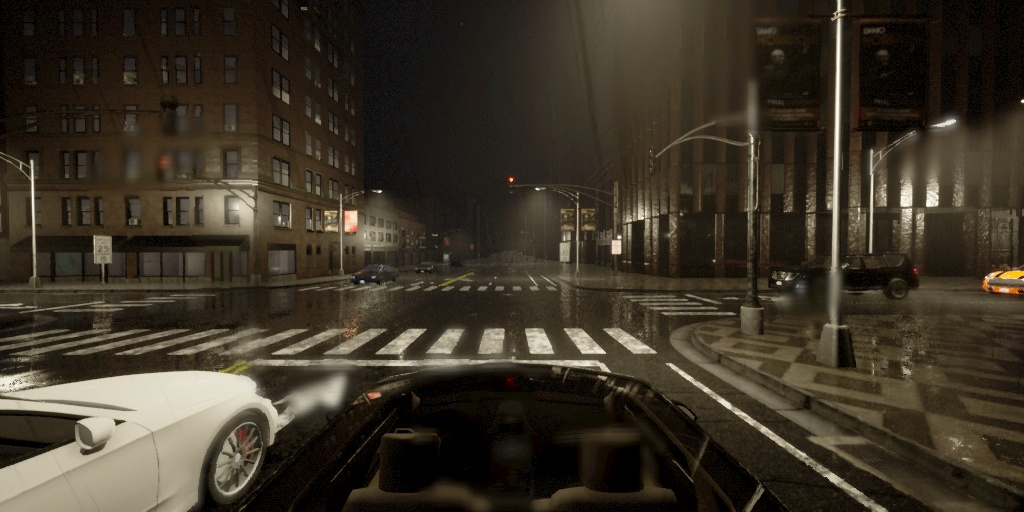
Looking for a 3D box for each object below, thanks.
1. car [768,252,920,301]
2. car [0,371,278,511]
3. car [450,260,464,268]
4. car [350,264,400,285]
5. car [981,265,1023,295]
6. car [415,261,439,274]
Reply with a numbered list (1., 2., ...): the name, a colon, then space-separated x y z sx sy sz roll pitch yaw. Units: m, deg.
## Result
1. car: 14.873 0.867 16.234 5.566 2.045 2.150 0 1 1
2. car: -3.159 1.276 1.416 1.812 1.442 4.674 0 0 2
3. car: -9.547 1.315 62.784 1.994 1.385 4.181 0 0 1
4. car: -9.767 1.299 26.062 2.033 1.411 5.357 0 0 0
5. car: 24.543 0.960 16.240 4.553 1.767 2.097 0 1 0
6. car: -9.728 1.301 41.368 2.033 1.411 5.357 0 0 -1
